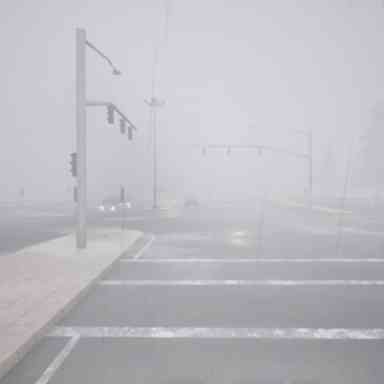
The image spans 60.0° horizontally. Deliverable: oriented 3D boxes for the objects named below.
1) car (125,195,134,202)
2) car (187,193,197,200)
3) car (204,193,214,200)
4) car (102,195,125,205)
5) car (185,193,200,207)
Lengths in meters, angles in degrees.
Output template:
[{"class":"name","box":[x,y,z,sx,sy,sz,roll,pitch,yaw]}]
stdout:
[{"class":"car","box":[-11.531,1.148,58.941,1.895,1.301,4.718,0,0,1]},{"class":"car","box":[-0.011,0.854,69.692,1.994,1.385,4.181,0,0,0]},{"class":"car","box":[3.489,0.897,69.724,1.895,1.301,4.718,0,0,0]},{"class":"car","box":[-11.549,1.232,47.926,1.895,1.301,4.718,0,0,1]},{"class":"car","box":[-0.007,1.185,44.260,1.812,1.442,4.674,0,0,0]}]
